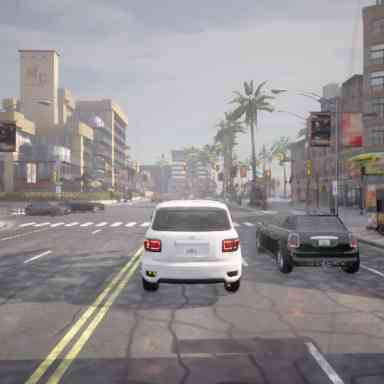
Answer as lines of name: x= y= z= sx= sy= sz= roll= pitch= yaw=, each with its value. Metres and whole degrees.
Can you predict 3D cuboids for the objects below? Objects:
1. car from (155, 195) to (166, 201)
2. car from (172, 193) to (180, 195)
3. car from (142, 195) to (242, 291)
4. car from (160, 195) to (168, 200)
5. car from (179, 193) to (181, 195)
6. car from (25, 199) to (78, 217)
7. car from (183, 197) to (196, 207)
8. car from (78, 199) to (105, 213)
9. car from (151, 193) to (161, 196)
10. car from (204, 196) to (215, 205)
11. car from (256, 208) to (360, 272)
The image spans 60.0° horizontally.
car: x=-7.801 y=1.525 z=82.588 sx=2.128 sy=1.511 sz=4.902 roll=0 pitch=0 yaw=-1
car: x=-4.205 y=1.540 z=72.880 sx=2.033 sy=1.411 sz=5.357 roll=0 pitch=0 yaw=-1
car: x=-0.015 y=1.221 z=9.151 sx=2.150 sy=2.045 sz=5.566 roll=0 pitch=0 yaw=0
car: x=-7.928 y=1.539 z=95.010 sx=2.033 sy=1.411 sz=5.357 roll=0 pitch=0 yaw=-1
car: x=-4.301 y=1.500 z=82.603 sx=1.837 sy=1.490 sz=4.892 roll=0 pitch=0 yaw=-1
car: x=-13.500 y=1.564 z=31.524 sx=4.181 sy=1.385 sz=1.994 roll=0 pitch=0 yaw=9
car: x=-0.400 y=1.547 z=52.088 sx=2.033 sy=1.411 sz=5.357 roll=0 pitch=0 yaw=-1
car: x=-12.230 y=1.477 z=36.742 sx=5.008 sy=1.535 sz=1.882 roll=0 pitch=1 yaw=-14
car: x=-7.705 y=1.225 z=72.866 sx=2.150 sy=2.045 sz=5.566 roll=0 pitch=0 yaw=-1
car: x=3.037 y=1.525 z=58.514 sx=1.812 sy=1.442 sz=4.674 roll=0 pitch=0 yaw=-1
car: x=3.479 y=1.352 z=10.889 sx=2.097 sy=1.767 sz=4.553 roll=0 pitch=0 yaw=0
